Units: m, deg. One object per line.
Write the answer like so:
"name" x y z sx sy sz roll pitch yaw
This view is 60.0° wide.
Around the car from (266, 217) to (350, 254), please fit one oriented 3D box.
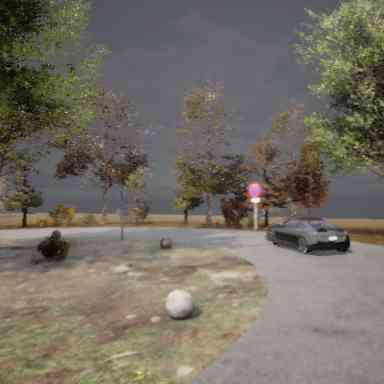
"car" 4.953 1.808 14.795 1.994 1.385 4.181 0 -1 -14
